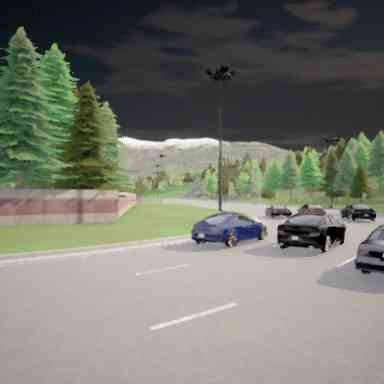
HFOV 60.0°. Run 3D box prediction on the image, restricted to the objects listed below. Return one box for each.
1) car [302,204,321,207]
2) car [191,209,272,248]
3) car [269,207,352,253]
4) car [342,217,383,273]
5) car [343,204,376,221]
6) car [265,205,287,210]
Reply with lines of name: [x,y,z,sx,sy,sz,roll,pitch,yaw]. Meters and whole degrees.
car: [12.131,1.924,33.924,1.812,1.442,4.674,1,-1,4]
car: [1.828,1.684,15.647,1.812,1.442,4.674,0,0,39]
car: [5.434,1.652,14.757,1.882,1.535,5.008,0,0,37]
car: [6.552,1.688,10.303,2.033,1.411,5.357,0,-1,39]
car: [15.343,1.872,31.040,1.882,1.535,5.008,1,0,8]
car: [8.824,1.983,34.574,1.895,1.301,4.718,0,-1,3]
